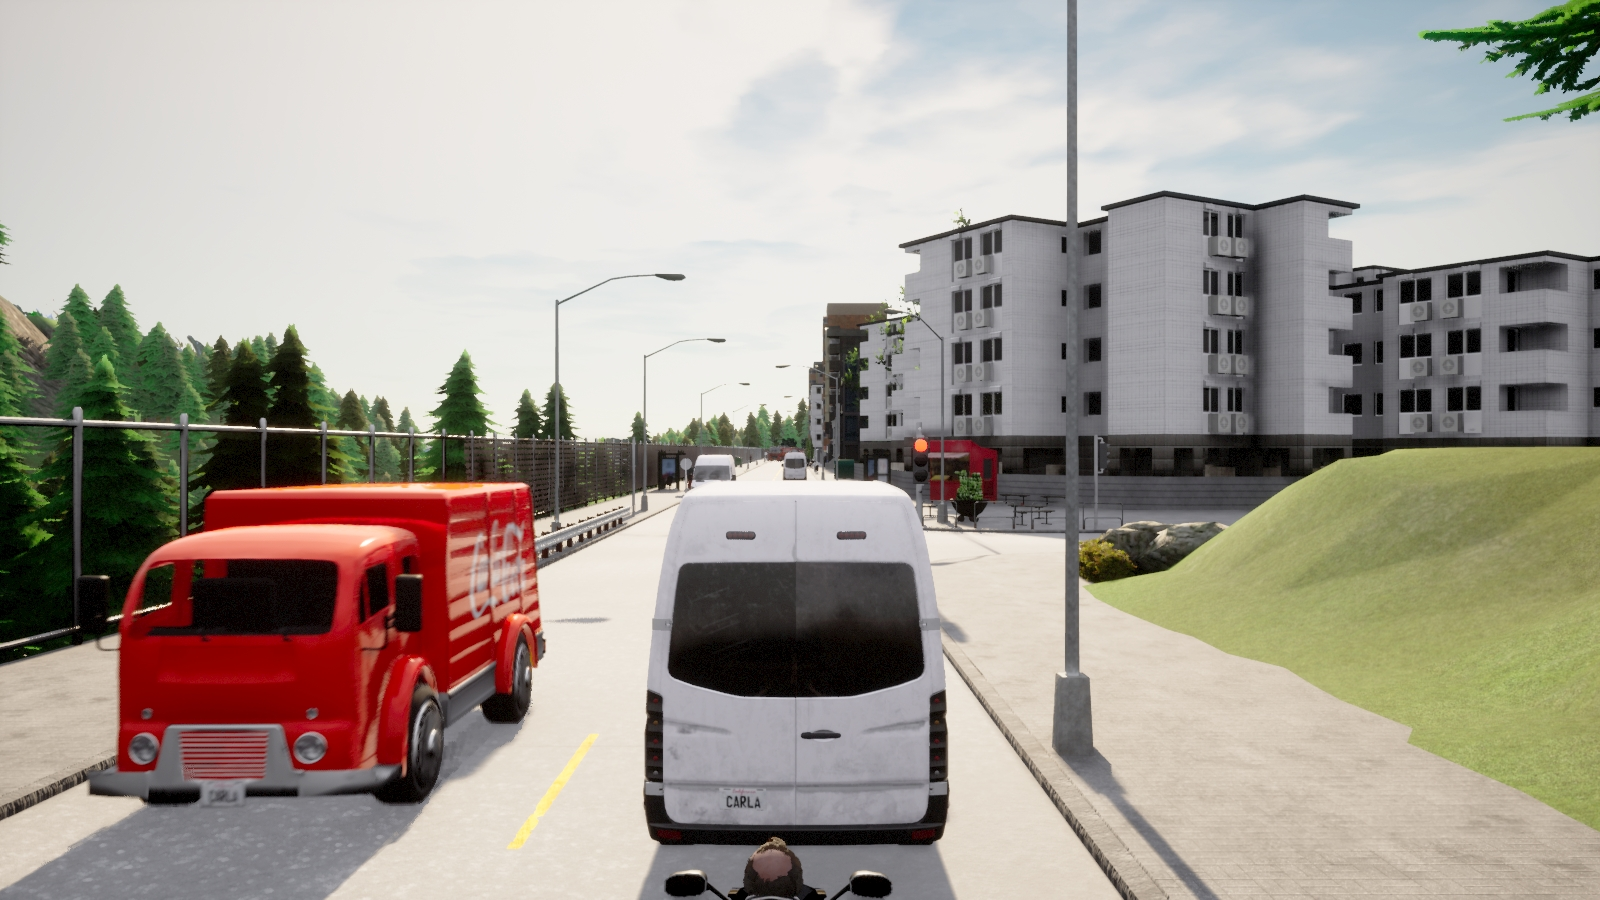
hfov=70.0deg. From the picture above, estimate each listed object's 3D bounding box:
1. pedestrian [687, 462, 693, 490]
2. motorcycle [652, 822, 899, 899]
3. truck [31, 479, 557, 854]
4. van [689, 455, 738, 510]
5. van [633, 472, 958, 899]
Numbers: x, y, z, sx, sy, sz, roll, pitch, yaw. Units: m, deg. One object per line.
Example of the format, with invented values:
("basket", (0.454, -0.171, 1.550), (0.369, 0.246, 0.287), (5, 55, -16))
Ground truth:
("pedestrian", (-7.463, 1.744, 77.501), (0.375, 1.860, 0.375), (0, 0, -5))
("motorcycle", (-0.090, 2.205, 3.746), (0.867, 1.251, 2.209), (0, 0, 1))
("truck", (-4.066, 1.568, 10.549), (2.627, 2.467, 5.204), (0, 0, -1))
("van", (-4.246, 1.534, 56.676), (1.988, 2.561, 5.915), (0, 0, 0))
("van", (-0.034, 1.534, 9.946), (1.988, 2.561, 5.915), (0, 0, 0))
